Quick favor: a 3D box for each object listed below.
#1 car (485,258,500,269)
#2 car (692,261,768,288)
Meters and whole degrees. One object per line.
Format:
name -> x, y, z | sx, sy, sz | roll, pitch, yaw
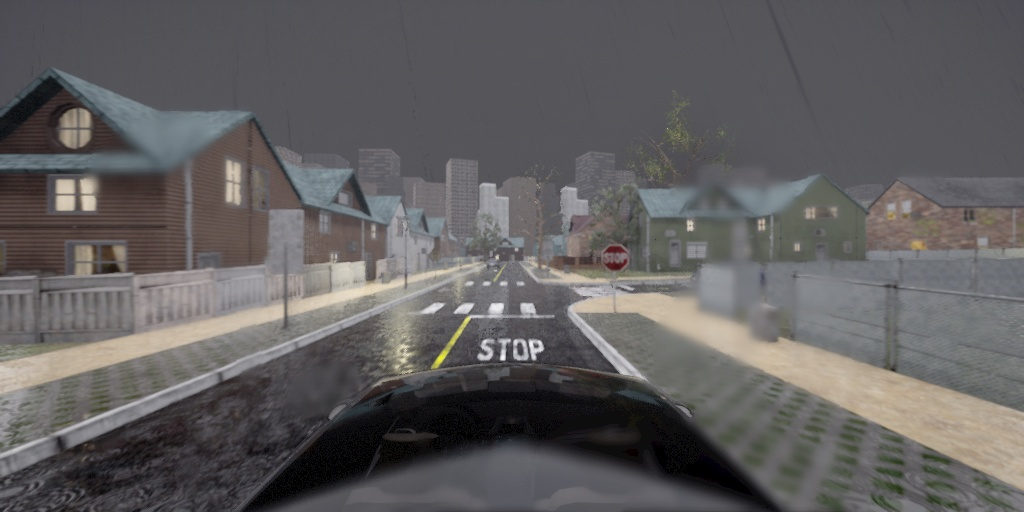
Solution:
car -> -2.807, 1.090, 53.059 | 2.128, 1.511, 4.902 | 0, 0, 0
car -> 11.504, 0.959, 17.882 | 4.674, 1.442, 1.812 | -1, 0, 1
